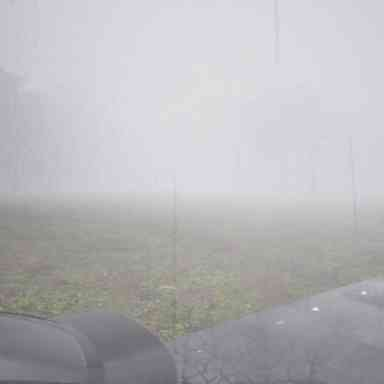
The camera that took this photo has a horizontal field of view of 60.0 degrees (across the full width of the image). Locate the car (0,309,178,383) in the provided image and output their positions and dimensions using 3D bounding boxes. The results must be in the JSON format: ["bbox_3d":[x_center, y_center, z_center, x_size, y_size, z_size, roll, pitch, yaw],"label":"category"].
[{"bbox_3d":[-2.363,1.482,1.385,5.008,1.535,1.882,0,0,-35],"label":"car"}]
